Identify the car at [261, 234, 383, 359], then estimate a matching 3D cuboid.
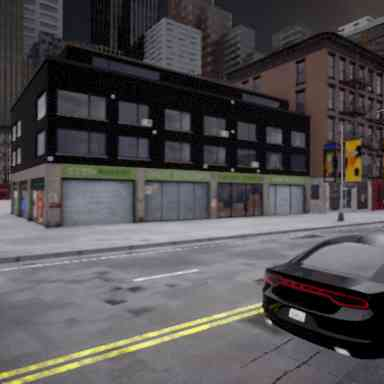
[{"bbox_3d":[3.417,1.499,5.879,5.008,1.535,1.882,0,0,-36],"label":"car"}]
